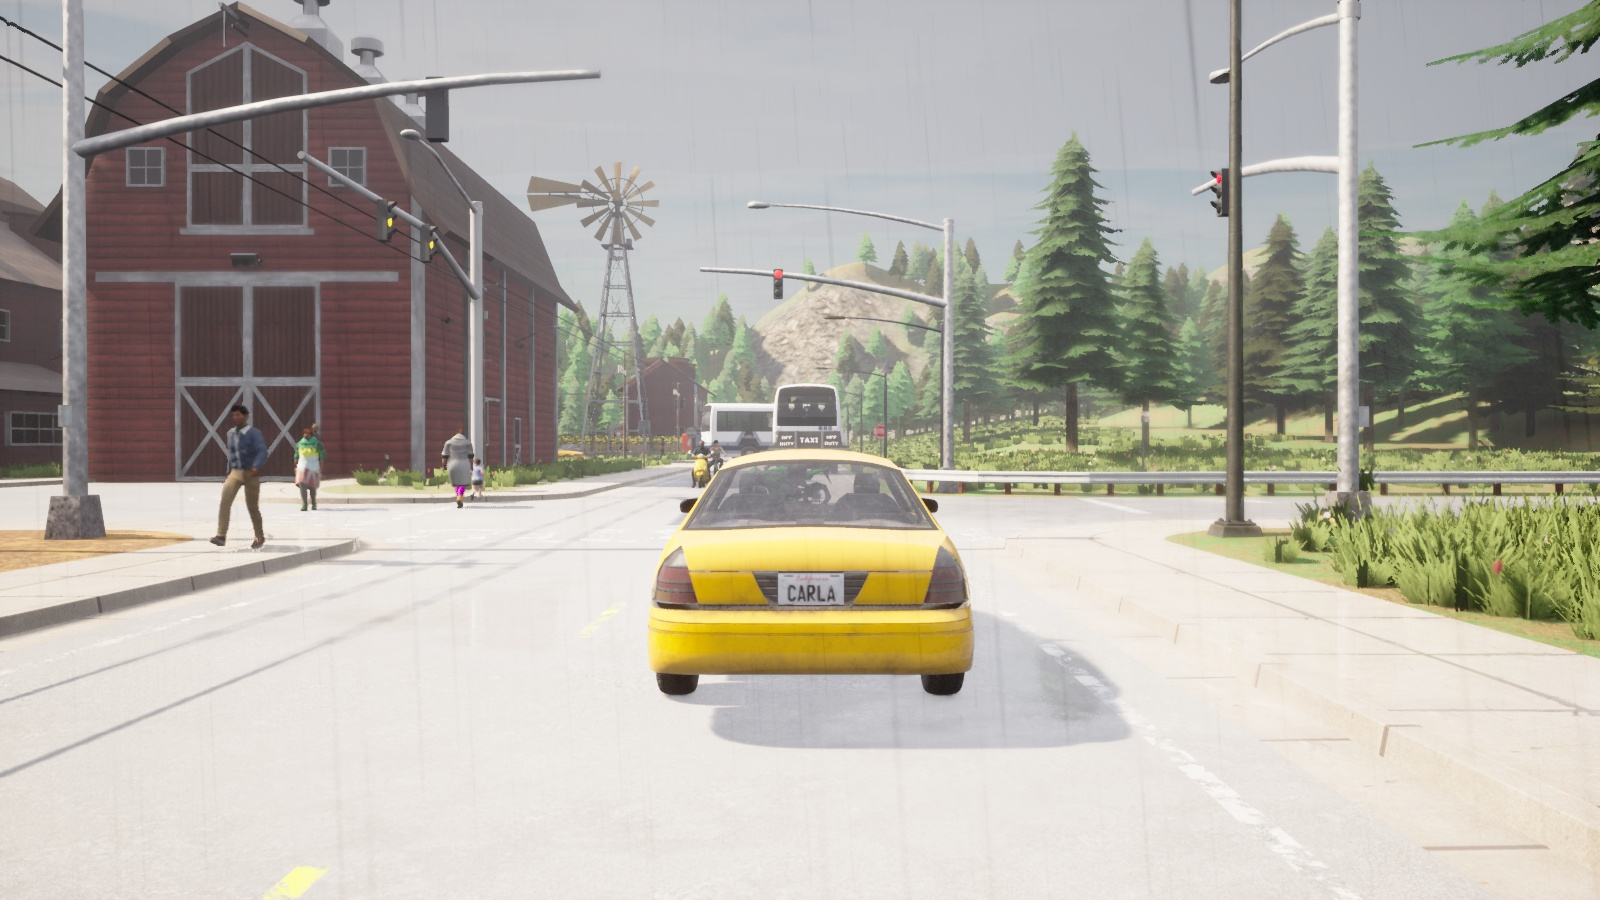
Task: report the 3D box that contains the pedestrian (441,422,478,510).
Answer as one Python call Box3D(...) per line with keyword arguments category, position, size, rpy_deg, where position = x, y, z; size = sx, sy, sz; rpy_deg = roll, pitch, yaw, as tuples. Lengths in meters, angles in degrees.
Box3D(category="pedestrian", position=(-7.738, 0.354, 28.544), size=(0.659, 1.952, 0.873), rpy_deg=(0, 0, -5))

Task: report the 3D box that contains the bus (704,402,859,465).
Box3D(category="bus", position=(-1.362, -1.129, 88.853), size=(10.273, 4.253, 3.944), rpy_deg=(0, 0, -17))

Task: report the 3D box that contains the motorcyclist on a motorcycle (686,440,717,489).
Box3D(category="motorcyclist on a motorcycle", position=(-3.259, 0.462, 41.690), size=(0.866, 1.590, 1.817), rpy_deg=(0, 0, 0))

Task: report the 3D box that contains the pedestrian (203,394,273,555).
Box3D(category="pedestrian", position=(-6.982, 0.299, 15.626), size=(0.423, 1.949, 0.788), rpy_deg=(0, 0, 11))

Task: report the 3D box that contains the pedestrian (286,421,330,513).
Box3D(category="pedestrian", position=(-10.645, 0.360, 27.211), size=(0.659, 1.952, 0.873), rpy_deg=(0, 0, -4))

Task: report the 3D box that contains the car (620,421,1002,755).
Box3D(category="car", position=(0.063, 0.637, 8.603), size=(1.801, 1.575, 5.366), rpy_deg=(0, 0, 0))

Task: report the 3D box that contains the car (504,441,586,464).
Box3D(category="car", position=(-17.584, 0.182, 86.747), size=(5.366, 1.575, 1.801), rpy_deg=(0, 0, -1))

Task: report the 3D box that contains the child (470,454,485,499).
Box3D(category="child", position=(-7.927, 0.646, 30.887), size=(0.255, 1.110, 0.394), rpy_deg=(0, 0, 1))

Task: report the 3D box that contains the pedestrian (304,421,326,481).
Box3D(category="pedestrian", position=(-15.108, 0.029, 39.113), size=(0.634, 1.846, 0.331), rpy_deg=(0, 0, 30))

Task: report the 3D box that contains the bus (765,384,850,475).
Box3D(category="bus", position=(0.361, -0.989, 63.582), size=(3.944, 4.253, 10.273), rpy_deg=(0, 0, 0))
